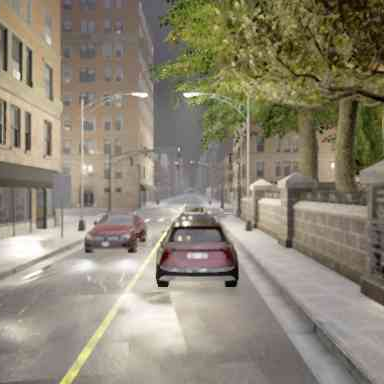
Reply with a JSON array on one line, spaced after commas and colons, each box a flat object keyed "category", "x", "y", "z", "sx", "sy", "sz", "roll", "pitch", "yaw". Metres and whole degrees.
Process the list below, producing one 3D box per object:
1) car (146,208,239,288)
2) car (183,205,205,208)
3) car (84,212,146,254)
[{"category": "car", "x": 0.117, "y": 1.461, "z": 9.344, "sx": 2.033, "sy": 1.649, "sz": 4.856, "roll": 0, "pitch": -1, "yaw": 0}, {"category": "car", "x": 0.136, "y": 1.575, "z": 20.129, "sx": 1.837, "sy": 1.490, "sz": 4.892, "roll": 0, "pitch": 0, "yaw": 0}, {"category": "car", "x": -2.999, "y": 1.575, "z": 13.934, "sx": 1.812, "sy": 1.442, "sz": 4.674, "roll": 0, "pitch": 0, "yaw": 1}]
